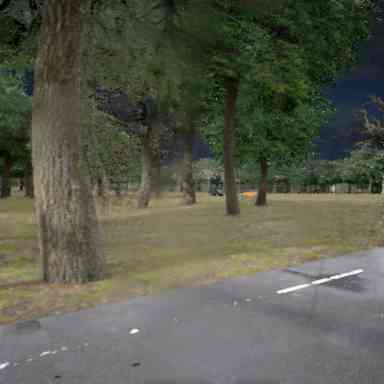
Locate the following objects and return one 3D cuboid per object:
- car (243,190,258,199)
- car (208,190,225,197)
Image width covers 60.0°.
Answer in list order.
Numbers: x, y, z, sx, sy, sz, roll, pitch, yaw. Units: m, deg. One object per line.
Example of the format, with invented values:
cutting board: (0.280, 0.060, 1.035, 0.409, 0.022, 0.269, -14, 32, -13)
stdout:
car: (12.562, 0.436, 67.738, 2.097, 1.767, 4.553, 2, -1, -36)
car: (5.708, 0.361, 77.226, 1.837, 1.490, 4.892, 2, -1, -36)
